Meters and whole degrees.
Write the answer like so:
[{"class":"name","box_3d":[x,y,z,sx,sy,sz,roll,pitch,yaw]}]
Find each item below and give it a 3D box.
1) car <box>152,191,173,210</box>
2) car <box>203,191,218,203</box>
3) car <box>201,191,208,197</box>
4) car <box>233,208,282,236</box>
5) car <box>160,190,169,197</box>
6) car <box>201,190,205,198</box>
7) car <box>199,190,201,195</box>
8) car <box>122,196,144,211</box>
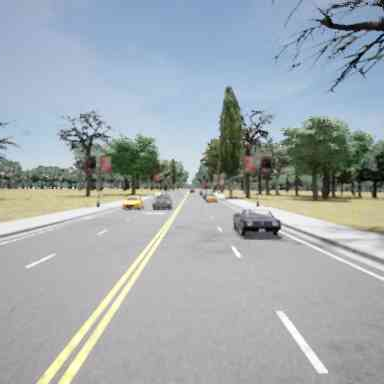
[{"class":"car","box_3d":[-3.318,1.061,37.911,2.097,1.767,4.553,0,1,0]},{"class":"car","box_3d":[3.284,0.922,55.643,1.801,1.575,5.366,0,1,0]},{"class":"car","box_3d":[3.304,0.438,88.444,1.812,1.442,4.674,0,1,0]},{"class":"car","box_3d":[3.361,1.540,18.147,1.895,1.301,4.718,0,0,0]},{"class":"car","box_3d":[-6.452,0.309,79.162,1.812,1.442,4.674,0,1,0]},{"class":"car","box_3d":[3.291,0.817,66.452,1.837,1.490,4.892,0,1,0]},{"class":"car","box_3d":[3.298,0.584,77.637,1.801,1.575,5.366,0,1,0]},{"class":"car","box_3d":[-6.569,1.195,37.346,1.882,1.535,5.008,0,1,0]}]
